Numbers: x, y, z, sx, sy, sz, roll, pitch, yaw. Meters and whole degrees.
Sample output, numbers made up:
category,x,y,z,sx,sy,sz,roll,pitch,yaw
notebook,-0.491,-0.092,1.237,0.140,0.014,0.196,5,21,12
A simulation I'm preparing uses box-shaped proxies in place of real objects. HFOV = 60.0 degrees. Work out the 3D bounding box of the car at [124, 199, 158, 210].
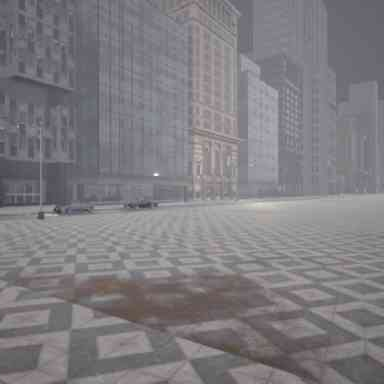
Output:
category,x,y,z,sx,sy,sz,roll,pitch,yaw
car,-6.639,1.596,43.249,1.895,1.301,4.718,0,0,36

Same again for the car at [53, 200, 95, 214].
category,x,y,z,sx,sy,sz,roll,pitch,yaw
car,-12.414,1.573,35.142,1.994,1.385,4.181,0,0,37
